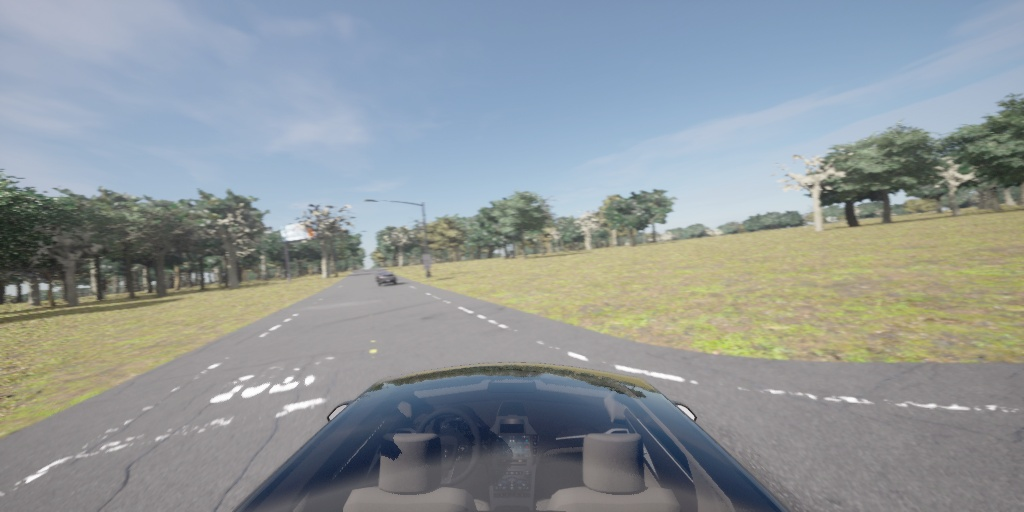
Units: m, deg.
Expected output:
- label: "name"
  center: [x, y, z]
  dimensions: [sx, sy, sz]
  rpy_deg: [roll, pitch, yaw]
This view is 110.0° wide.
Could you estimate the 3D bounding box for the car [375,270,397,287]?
- label: "car"
  center: [-13.829, 2.454, 39.653]
  dimensions: [2.128, 1.511, 4.902]
  rpy_deg: [-5, 0, -22]
